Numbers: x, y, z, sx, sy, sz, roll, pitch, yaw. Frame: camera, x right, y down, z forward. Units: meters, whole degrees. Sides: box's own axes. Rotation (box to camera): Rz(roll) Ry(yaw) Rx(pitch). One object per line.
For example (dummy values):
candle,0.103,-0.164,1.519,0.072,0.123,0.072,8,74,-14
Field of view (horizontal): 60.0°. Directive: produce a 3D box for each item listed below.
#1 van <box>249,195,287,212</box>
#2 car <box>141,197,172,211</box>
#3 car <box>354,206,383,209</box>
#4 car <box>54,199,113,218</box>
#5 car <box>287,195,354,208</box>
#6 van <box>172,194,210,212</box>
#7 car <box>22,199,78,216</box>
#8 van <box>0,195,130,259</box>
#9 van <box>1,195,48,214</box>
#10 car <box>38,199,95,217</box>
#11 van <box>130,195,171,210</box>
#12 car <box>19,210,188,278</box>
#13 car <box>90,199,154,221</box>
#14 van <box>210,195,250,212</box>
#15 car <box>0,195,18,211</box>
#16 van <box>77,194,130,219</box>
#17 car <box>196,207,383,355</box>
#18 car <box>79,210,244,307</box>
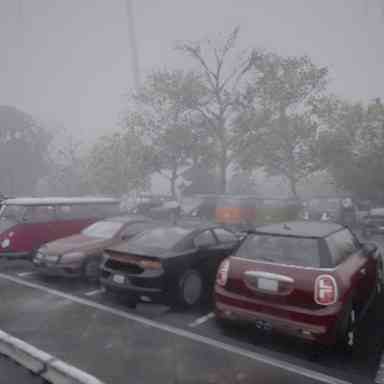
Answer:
van,5.524,1.206,20.504,1.878,1.987,4.442,1,0,36
car,-1.181,1.391,25.168,2.097,1.535,5.008,-1,0,36
car,10.058,1.479,17.107,2.097,1.535,5.008,1,0,36
car,-10.196,1.478,31.610,2.231,1.521,4.892,-1,0,36
car,7.693,1.203,18.773,2.435,2.045,5.566,1,0,36
van,0.878,1.160,23.544,1.878,1.987,4.442,0,0,36
car,-14.802,1.521,34.909,2.097,1.535,5.008,-1,0,36
van,-4.494,1.184,11.303,1.878,1.987,4.442,1,0,36
van,-19.135,1.338,38.162,1.878,1.987,4.442,-1,0,36
car,-12.448,1.499,33.223,2.097,1.535,5.008,-1,0,36
van,-3.506,1.187,26.683,1.878,1.987,4.442,-1,0,36
car,-2.170,1.473,9.786,2.002,1.452,4.674,1,0,36
car,-5.795,1.431,28.238,1.946,1.575,5.366,-1,0,36
van,3.374,1.184,22.044,1.878,1.987,4.442,1,0,36
car,-25.941,1.385,42.926,2.435,2.045,5.566,-1,-1,36
van,-7.874,1.230,30.098,1.878,1.987,4.442,-1,0,36
car,2.326,1.353,6.525,2.185,1.767,4.553,1,0,36
car,0.083,1.456,8.163,2.097,1.535,5.008,1,0,36
